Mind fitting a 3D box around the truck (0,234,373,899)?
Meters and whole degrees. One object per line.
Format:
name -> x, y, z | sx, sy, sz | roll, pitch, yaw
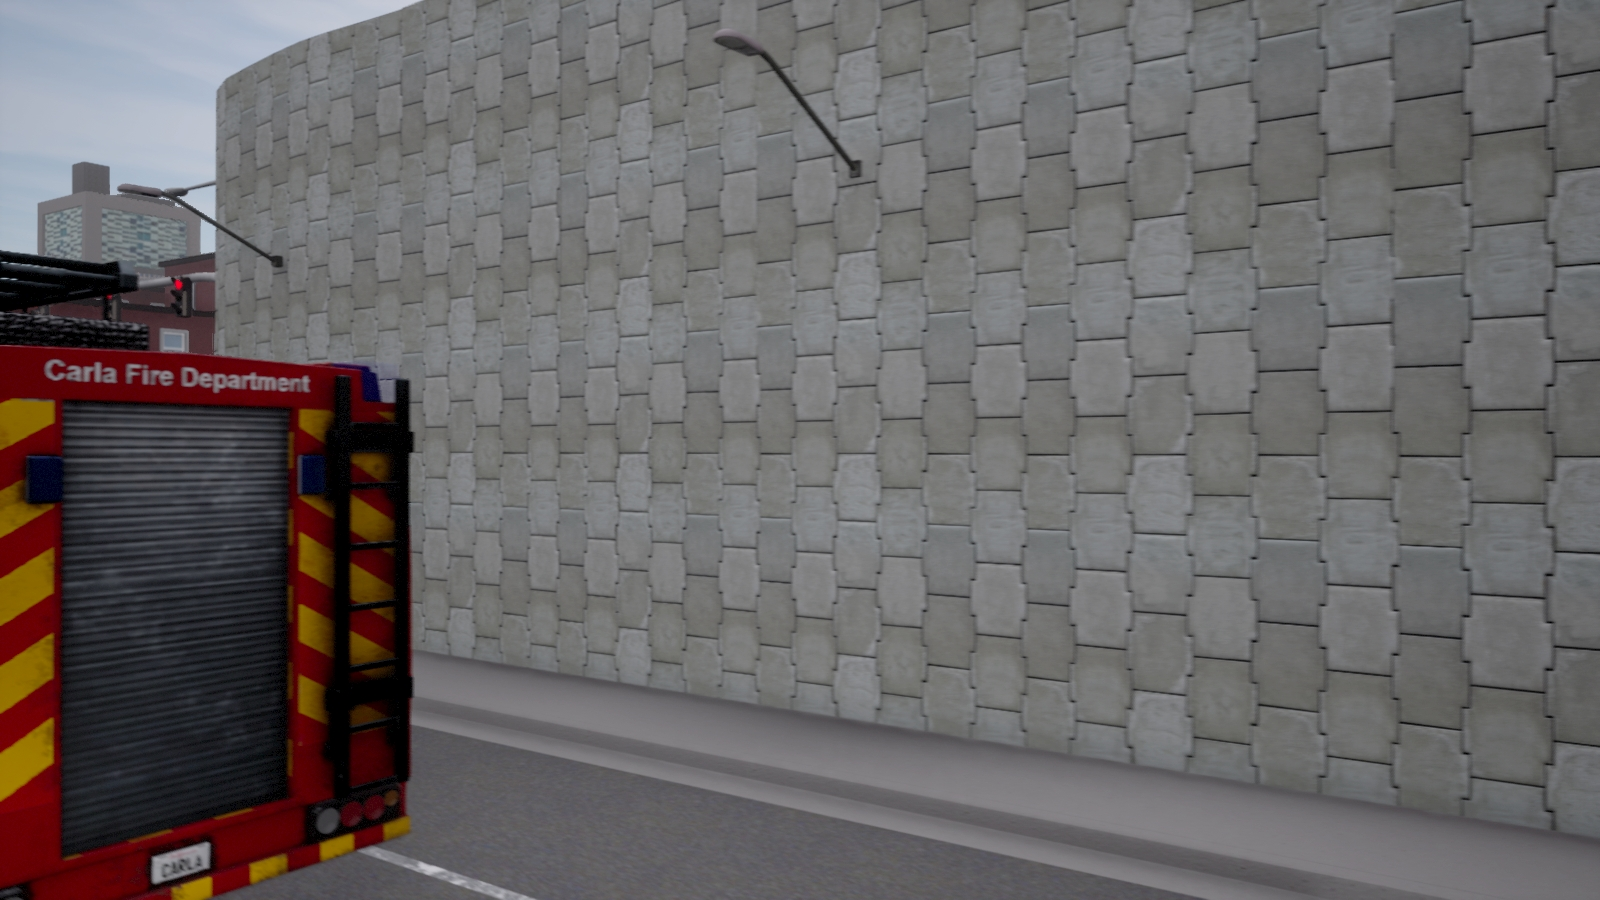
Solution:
truck -> -6.955, 0.887, 8.296 | 8.468, 3.827, 2.891 | 0, 0, 35
